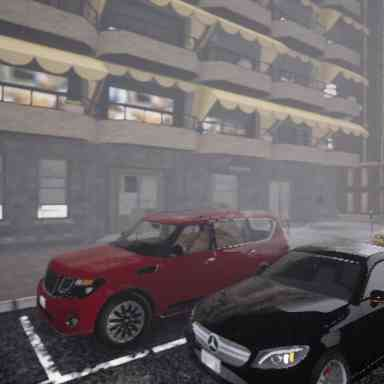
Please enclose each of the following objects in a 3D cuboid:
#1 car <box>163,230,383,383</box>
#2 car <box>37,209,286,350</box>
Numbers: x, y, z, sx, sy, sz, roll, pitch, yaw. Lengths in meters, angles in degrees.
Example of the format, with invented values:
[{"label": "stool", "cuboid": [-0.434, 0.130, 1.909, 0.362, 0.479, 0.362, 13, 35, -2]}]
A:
[{"label": "car", "cuboid": [2.094, 1.517, 4.850, 4.674, 1.442, 1.812, 0, 0, -35]}, {"label": "car", "cuboid": [-0.170, 1.309, 6.420, 5.009, 1.841, 2.192, 0, 1, -35]}]
